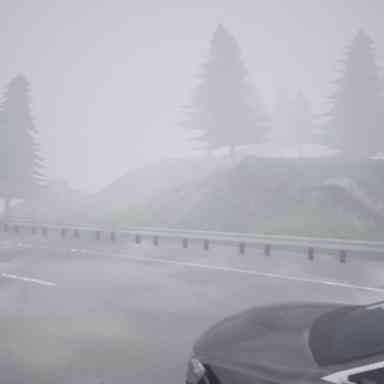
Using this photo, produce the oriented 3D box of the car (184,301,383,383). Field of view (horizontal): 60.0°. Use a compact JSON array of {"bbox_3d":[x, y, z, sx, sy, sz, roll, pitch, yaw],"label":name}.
[{"bbox_3d":[2.148,1.465,2.174,4.902,1.511,2.128,0,0,36],"label":"car"}]
